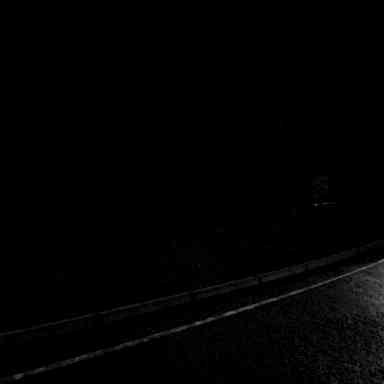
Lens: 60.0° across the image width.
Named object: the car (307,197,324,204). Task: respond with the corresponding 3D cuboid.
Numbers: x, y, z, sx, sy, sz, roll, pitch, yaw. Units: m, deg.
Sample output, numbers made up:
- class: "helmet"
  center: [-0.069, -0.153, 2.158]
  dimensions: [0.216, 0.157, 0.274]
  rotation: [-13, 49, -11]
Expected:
- class: "car"
  center: [26.390, 1.833, 71.408]
  dimensions: [1.812, 1.442, 4.674]
  rotation: [-6, -2, -9]
